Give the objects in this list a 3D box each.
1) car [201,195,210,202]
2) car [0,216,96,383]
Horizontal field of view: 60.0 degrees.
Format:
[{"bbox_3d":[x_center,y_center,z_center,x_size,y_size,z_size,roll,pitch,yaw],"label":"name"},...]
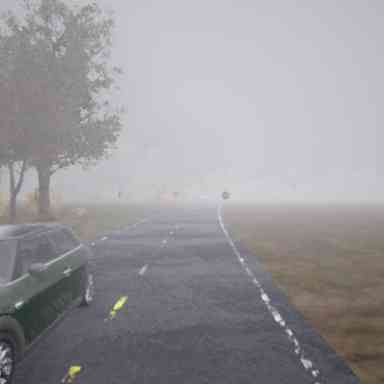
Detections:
[{"bbox_3d":[3.139,1.476,76.899,1.882,1.535,5.008,0,0,9],"label":"car"},{"bbox_3d":[-3.036,1.347,4.898,2.097,1.767,4.553,0,0,1],"label":"car"}]
